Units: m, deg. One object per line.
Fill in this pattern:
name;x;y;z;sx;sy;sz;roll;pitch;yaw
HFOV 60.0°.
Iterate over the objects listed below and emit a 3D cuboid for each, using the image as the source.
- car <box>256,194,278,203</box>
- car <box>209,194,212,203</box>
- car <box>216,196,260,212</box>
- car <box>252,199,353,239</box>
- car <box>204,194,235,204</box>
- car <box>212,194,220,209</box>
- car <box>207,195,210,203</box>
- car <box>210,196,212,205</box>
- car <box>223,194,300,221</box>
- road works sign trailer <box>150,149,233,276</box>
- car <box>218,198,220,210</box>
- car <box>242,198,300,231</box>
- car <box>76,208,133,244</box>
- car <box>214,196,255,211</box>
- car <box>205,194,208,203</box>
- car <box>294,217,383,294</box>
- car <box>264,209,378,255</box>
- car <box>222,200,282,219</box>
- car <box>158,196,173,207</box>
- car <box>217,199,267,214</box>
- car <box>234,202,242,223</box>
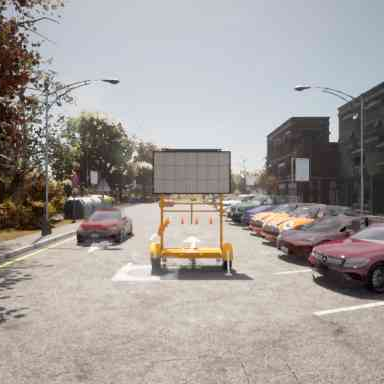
car;18.333;1.462;81.718;2.435;2.045;5.566;0;0;-21
car;5.401;1.446;47.678;4.553;1.767;2.185;1;0;-20
car;5.322;1.413;38.660;4.553;1.767;2.185;1;0;-20
car;5.334;1.366;14.653;4.553;1.767;2.185;1;0;-20
car;5.375;1.391;65.719;5.566;2.045;2.435;1;0;-20
car;5.317;1.270;32.646;5.566;2.045;2.435;1;0;-20
car;5.362;1.583;50.681;5.008;1.535;2.097;1;-1;-20
car;5.365;1.600;44.669;4.674;1.452;2.002;1;0;-20
car;5.308;1.251;23.629;5.566;2.045;2.435;1;0;-20
road works sign trailer;-0.011;0.467;10.358;2.380;3.560;2.880;0;0;0
car;5.151;1.503;26.586;5.366;1.575;1.946;1;0;-20
car;5.339;1.369;17.654;4.553;1.767;2.185;1;0;-20
car;-3.993;1.532;15.937;1.812;1.442;4.674;0;0;0
car;5.328;1.423;41.661;4.553;1.767;2.185;1;0;-20
car;5.190;1.612;59.625;5.366;1.575;1.946;1;0;-20
car;5.299;1.527;8.641;4.674;1.452;2.002;1;0;-20
car;5.271;1.518;11.633;4.792;1.488;2.163;1;0;-20
car;5.304;1.544;29.644;4.792;1.488;2.163;1;0;-20
car;-4.044;1.455;52.234;2.097;1.767;4.553;0;0;0
car;5.321;1.560;35.645;4.792;1.488;2.163;1;0;-20
car;5.308;1.538;20.651;4.674;1.452;2.002;1;0;-20
